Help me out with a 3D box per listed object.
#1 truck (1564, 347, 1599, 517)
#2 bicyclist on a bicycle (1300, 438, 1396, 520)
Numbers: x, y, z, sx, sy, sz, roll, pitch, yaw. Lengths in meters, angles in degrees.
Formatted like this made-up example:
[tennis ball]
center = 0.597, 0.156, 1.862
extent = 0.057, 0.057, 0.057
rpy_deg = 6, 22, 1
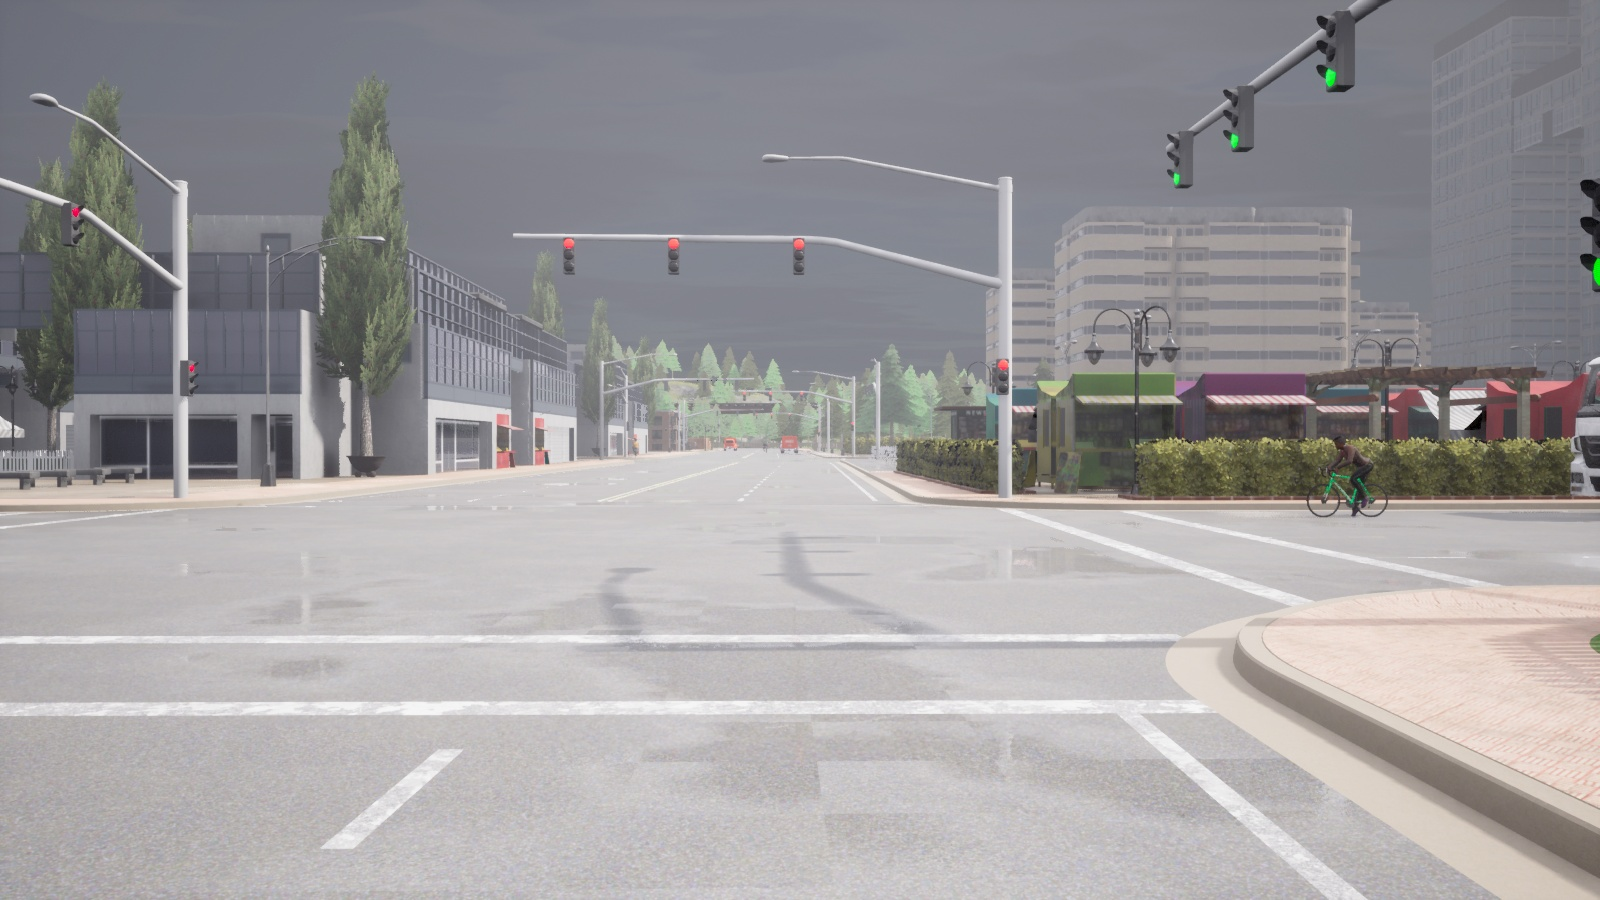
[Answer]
[truck]
center = 20.193, -0.362, 25.251
extent = 7.936, 3.462, 2.891
rpy_deg = 0, 0, -1
[bicyclist on a bicycle]
center = 10.932, 0.567, 25.075
extent = 1.656, 1.620, 0.582
rpy_deg = 0, 0, -1
